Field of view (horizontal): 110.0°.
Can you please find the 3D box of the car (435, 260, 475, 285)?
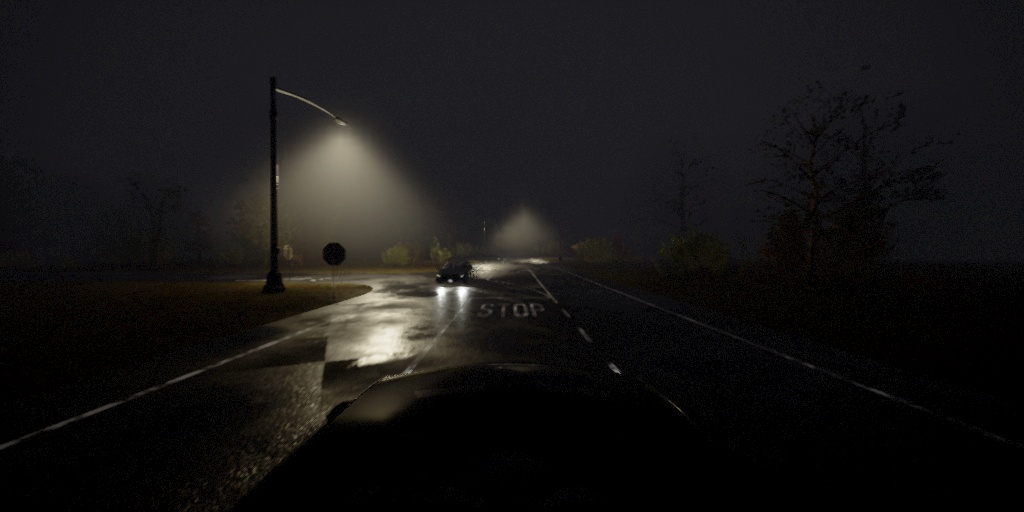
[{"bbox_3d":[-3.471,0.990,22.907,2.033,1.411,5.357,0,1,0],"label":"car"}]
